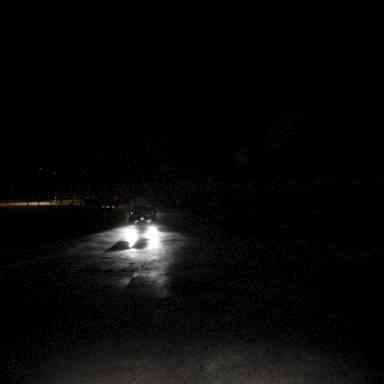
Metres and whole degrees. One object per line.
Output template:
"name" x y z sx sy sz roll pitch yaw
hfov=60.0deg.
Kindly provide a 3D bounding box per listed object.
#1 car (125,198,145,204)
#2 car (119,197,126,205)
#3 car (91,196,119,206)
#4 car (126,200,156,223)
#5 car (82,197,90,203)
"car" -5.687 1.407 35.732 1.812 1.442 4.674 0 0 -18
"car" -11.881 1.479 54.403 1.895 1.301 4.718 -1 0 -38
"car" -13.665 1.275 51.890 2.097 1.767 4.553 -1 0 -36
"car" -3.627 1.512 24.889 1.895 1.301 4.718 0 0 -6
"car" -18.632 1.523 61.806 4.181 1.385 1.994 -1 1 41
